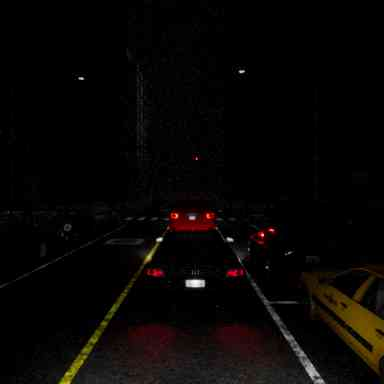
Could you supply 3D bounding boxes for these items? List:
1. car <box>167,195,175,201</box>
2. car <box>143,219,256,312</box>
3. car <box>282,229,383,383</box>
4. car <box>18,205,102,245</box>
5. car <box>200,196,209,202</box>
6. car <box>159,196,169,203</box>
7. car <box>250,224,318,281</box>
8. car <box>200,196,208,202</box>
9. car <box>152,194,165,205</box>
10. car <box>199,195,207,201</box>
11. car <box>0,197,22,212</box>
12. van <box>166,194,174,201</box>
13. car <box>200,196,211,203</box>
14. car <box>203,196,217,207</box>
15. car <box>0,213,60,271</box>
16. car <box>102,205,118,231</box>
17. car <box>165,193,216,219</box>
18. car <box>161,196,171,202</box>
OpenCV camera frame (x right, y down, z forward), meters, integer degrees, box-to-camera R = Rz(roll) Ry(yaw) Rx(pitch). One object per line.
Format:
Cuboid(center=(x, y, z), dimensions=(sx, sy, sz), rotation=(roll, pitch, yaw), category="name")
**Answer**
Cuboid(center=(-5.693, 1.585, 90.629), dimensions=(2.008, 1.369, 4.403), rotation=(0, 0, 0), category="car")
Cuboid(center=(0.065, 1.564, 7.807), dimensions=(1.994, 1.385, 4.181), rotation=(0, 0, 0), category="car")
Cuboid(center=(2.765, 1.525, 4.390), dimensions=(1.752, 1.417, 4.829), rotation=(0, 0, 0), category="car")
Cuboid(center=(-5.752, 1.441, 15.139), dimensions=(1.967, 1.590, 4.097), rotation=(0, 0, 0), category="car")
Cuboid(center=(2.819, 1.568, 74.309), dimensions=(1.887, 1.381, 4.507), rotation=(0, 0, 0), category="car")
Cuboid(center=(-5.710, 1.602, 68.878), dimensions=(1.802, 1.307, 4.206), rotation=(0, 0, 0), category="car")
Cuboid(center=(2.769, 1.566, 9.677), dimensions=(1.947, 1.339, 4.313), rotation=(0, 0, 0), category="car")
Cuboid(center=(2.823, 1.572, 79.747), dimensions=(1.887, 1.381, 4.507), rotation=(0, 0, 0), category="car")
Cuboid(center=(-5.719, 1.329, 58.003), dimensions=(2.192, 1.841, 5.009), rotation=(0, 0, 0), category="car")
Cuboid(center=(2.828, 1.556, 85.354), dimensions=(1.752, 1.417, 4.829), rotation=(0, 0, 0), category="car")
Cuboid(center=(-19.034, 1.135, 32.062), dimensions=(5.008, 1.535, 1.882), rotation=(2, 0, 1), category="car")
Cuboid(center=(-5.698, 1.372, 85.191), dimensions=(1.690, 1.788, 3.998), rotation=(0, 0, 0), category="van")
Cuboid(center=(2.815, 1.571, 68.871), dimensions=(2.008, 1.369, 4.403), rotation=(0, 0, 0), category="car")
Cuboid(center=(2.802, 1.452, 52.559), dimensions=(1.967, 1.590, 4.097), rotation=(0, 0, 0), category="car")
Cuboid(center=(-5.756, 1.545, 9.681), dimensions=(1.887, 1.381, 4.507), rotation=(0, 0, 0), category="car")
Cuboid(center=(-5.748, 1.527, 20.425), dimensions=(1.752, 1.417, 4.829), rotation=(0, 0, 0), category="car")
Cuboid(center=(0.017, 1.223, 17.227), dimensions=(2.150, 2.045, 5.566), rotation=(0, 0, 0), category="car")
Cuboid(center=(-5.706, 1.548, 74.146), dimensions=(1.752, 1.417, 4.829), rotation=(0, 0, 0), category="car")
